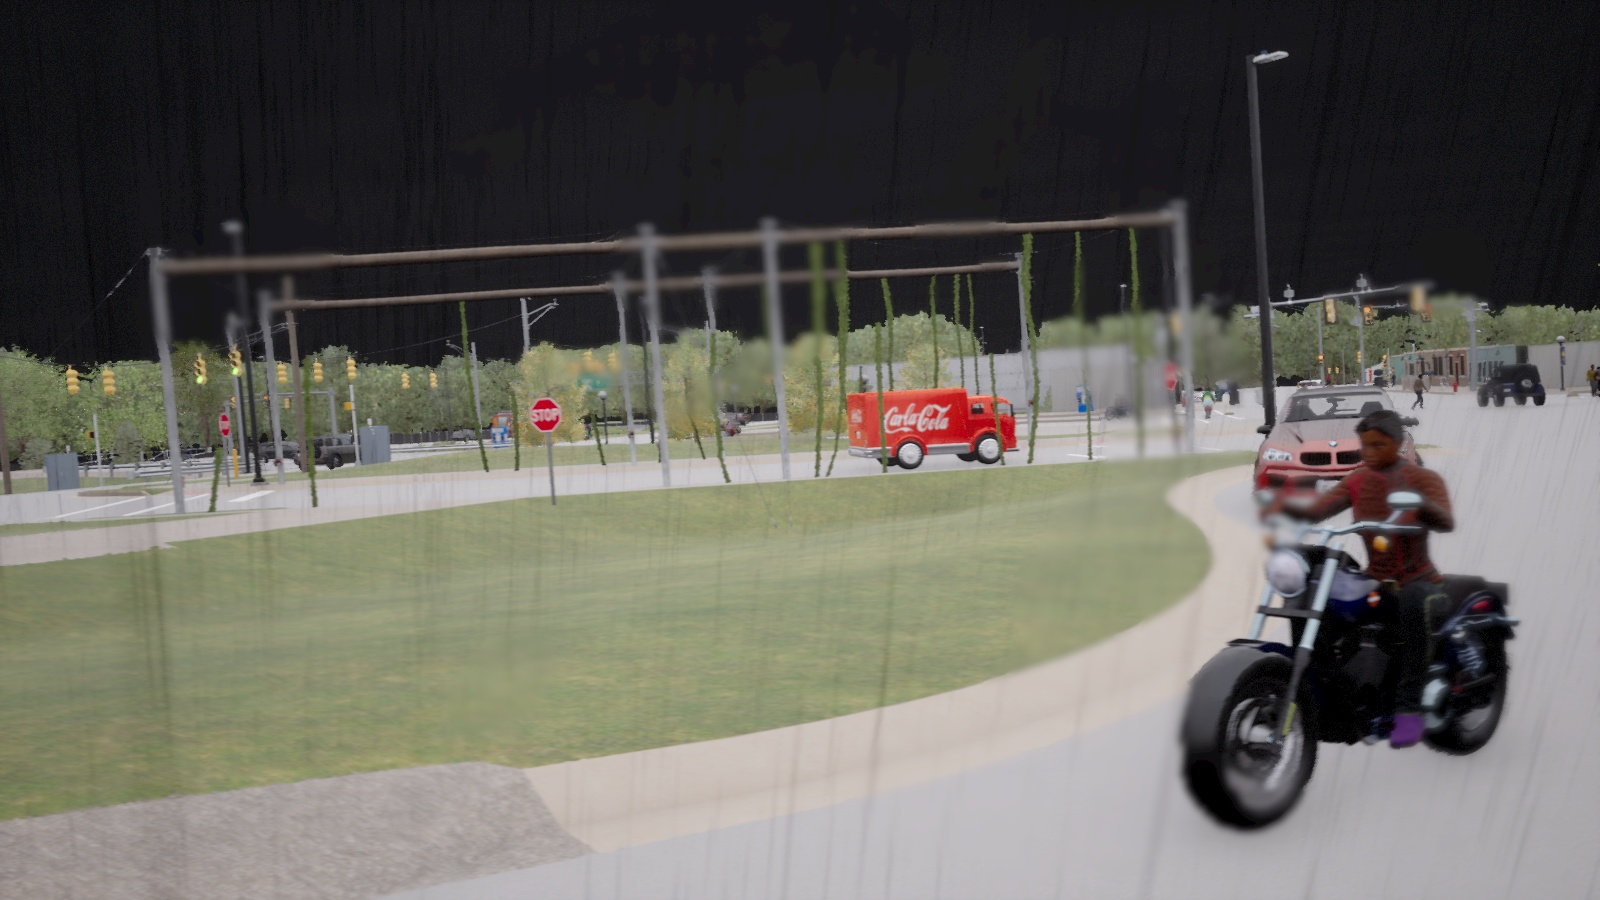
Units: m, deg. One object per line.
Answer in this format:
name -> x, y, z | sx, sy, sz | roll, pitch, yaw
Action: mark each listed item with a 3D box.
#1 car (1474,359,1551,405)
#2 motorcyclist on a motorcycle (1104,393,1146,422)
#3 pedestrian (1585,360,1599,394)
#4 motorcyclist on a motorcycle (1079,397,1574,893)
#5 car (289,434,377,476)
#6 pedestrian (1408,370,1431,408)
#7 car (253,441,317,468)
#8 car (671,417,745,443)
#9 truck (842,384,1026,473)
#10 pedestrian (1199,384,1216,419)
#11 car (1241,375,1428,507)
car -> 32.444, -3.047, 57.278 | 1.905, 1.878, 3.866 | -4, 1, 13
motorcyclist on a motorcycle -> 19.927, -2.625, 77.089 | 2.350, 1.649, 0.766 | -2, 2, 9
pedestrian -> 42.960, -3.964, 68.090 | 0.431, 1.840, 0.709 | -4, 3, 16
motorcyclist on a motorcycle -> 2.280, 0.635, 5.250 | 2.350, 1.649, 0.766 | -3, 1, -36
car -> -24.227, 0.215, 65.377 | 1.932, 1.855, 4.605 | -4, 1, 13
pedestrian -> 30.287, -2.978, 61.415 | 0.869, 1.805, 0.328 | -5, 3, -8
car -> -36.237, 0.306, 88.426 | 3.705, 1.549, 1.789 | -4, 3, 11
car -> -6.564, -1.456, 89.558 | 4.792, 1.488, 2.163 | -3, 2, 11
truck -> 4.242, -0.739, 40.206 | 5.204, 2.467, 2.627 | -4, 3, -12
pedestrian -> 23.856, -2.858, 73.486 | 0.659, 1.952, 0.873 | -3, 3, 31
car -> 8.168, -0.223, 19.110 | 2.242, 1.667, 4.611 | -3, 2, 25
